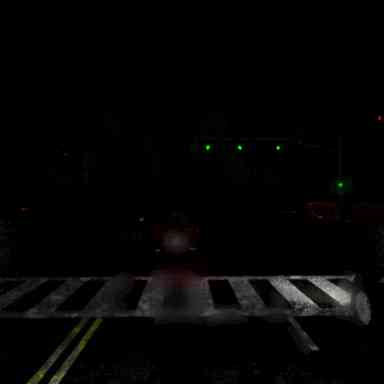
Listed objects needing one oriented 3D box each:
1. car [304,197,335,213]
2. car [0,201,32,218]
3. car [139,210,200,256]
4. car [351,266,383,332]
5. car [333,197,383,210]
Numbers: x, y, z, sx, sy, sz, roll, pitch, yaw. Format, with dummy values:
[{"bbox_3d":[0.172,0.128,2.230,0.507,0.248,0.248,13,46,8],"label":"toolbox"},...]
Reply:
[{"bbox_3d":[14.830,1.336,36.903,4.553,1.767,2.097,0,0,-2],"label":"car"},{"bbox_3d":[-16.979,1.533,29.106,5.357,1.411,2.033,0,0,-2],"label":"car"},{"bbox_3d":[-1.028,1.472,13.296,1.882,1.535,5.008,0,0,-12],"label":"car"},{"bbox_3d":[3.661,1.503,3.902,1.837,1.490,4.892,0,0,1],"label":"car"},{"bbox_3d":[15.778,1.464,29.934,5.008,1.535,1.882,0,0,-2],"label":"car"}]
